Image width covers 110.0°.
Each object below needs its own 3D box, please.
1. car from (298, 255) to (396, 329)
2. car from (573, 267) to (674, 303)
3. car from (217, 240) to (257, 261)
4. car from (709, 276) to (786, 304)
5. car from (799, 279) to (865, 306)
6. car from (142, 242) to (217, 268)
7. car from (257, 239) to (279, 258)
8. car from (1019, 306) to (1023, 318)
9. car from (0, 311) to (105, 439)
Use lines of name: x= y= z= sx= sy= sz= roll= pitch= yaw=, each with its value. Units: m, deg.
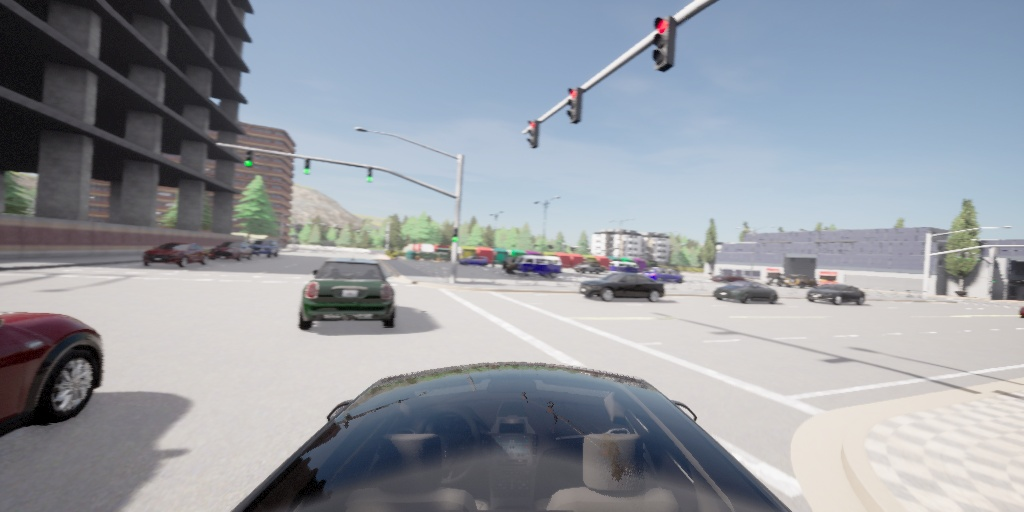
car: x=-4.508 y=0.821 z=10.152 sx=2.097 sy=1.767 sz=4.553 roll=4 pitch=0 yaw=-23
car: x=6.087 y=1.659 z=19.784 sx=5.008 sy=1.535 sz=1.882 roll=4 pitch=0 yaw=-22
car: x=-24.918 y=-0.512 z=32.003 sx=2.097 sy=1.767 sz=4.553 roll=4 pitch=0 yaw=-22
car: x=15.273 y=2.337 z=23.453 sx=4.181 sy=1.385 sz=1.994 roll=4 pitch=0 yaw=-21
car: x=24.519 y=2.874 z=27.143 sx=4.892 sy=1.490 sz=1.837 roll=4 pitch=0 yaw=-22
car: x=-21.290 y=-0.156 z=22.951 sx=1.882 sy=1.535 sz=5.008 roll=4 pitch=0 yaw=-22
car: x=-28.744 y=-0.885 z=41.637 sx=2.150 sy=2.045 sz=5.566 roll=4 pitch=0 yaw=-22
car: x=36.866 y=3.726 z=24.389 sx=4.181 sy=1.385 sz=1.994 roll=4 pitch=0 yaw=-21
car: x=-4.914 y=0.790 z=2.026 sx=2.097 sy=1.767 sz=4.553 roll=4 pitch=0 yaw=-22
